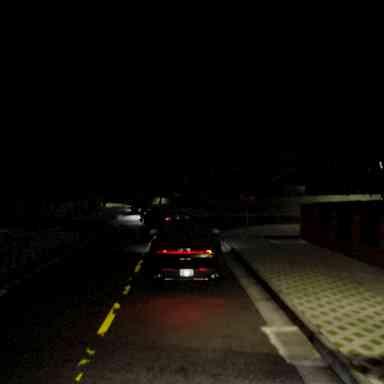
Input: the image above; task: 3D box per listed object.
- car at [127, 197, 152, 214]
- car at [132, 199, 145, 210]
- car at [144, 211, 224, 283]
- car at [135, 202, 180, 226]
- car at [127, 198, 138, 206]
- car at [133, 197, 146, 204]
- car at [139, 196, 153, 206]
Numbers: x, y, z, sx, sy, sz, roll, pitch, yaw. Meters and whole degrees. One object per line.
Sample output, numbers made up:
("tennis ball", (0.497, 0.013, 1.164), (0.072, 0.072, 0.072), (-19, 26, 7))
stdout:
("car", (-5.902, 1.675, 37.503), (2.128, 1.511, 4.902), (0, 0, -9))
("car", (-8.083, 1.803, 49.810), (1.812, 1.442, 4.674), (0, 0, -11))
("car", (-0.211, 1.526, 9.727), (1.837, 1.490, 4.892), (0, 0, -2))
("car", (-1.909, 1.626, 21.874), (2.033, 1.411, 5.357), (-1, 0, -24))
("car", (-11.959, 1.929, 66.546), (1.882, 1.535, 5.008), (0, -1, -15))
("car", (-12.310, 1.956, 77.362), (2.128, 1.511, 4.902), (0, -1, -19))
("car", (-9.418, 1.802, 67.665), (2.097, 1.767, 4.553), (0, -1, -16))
